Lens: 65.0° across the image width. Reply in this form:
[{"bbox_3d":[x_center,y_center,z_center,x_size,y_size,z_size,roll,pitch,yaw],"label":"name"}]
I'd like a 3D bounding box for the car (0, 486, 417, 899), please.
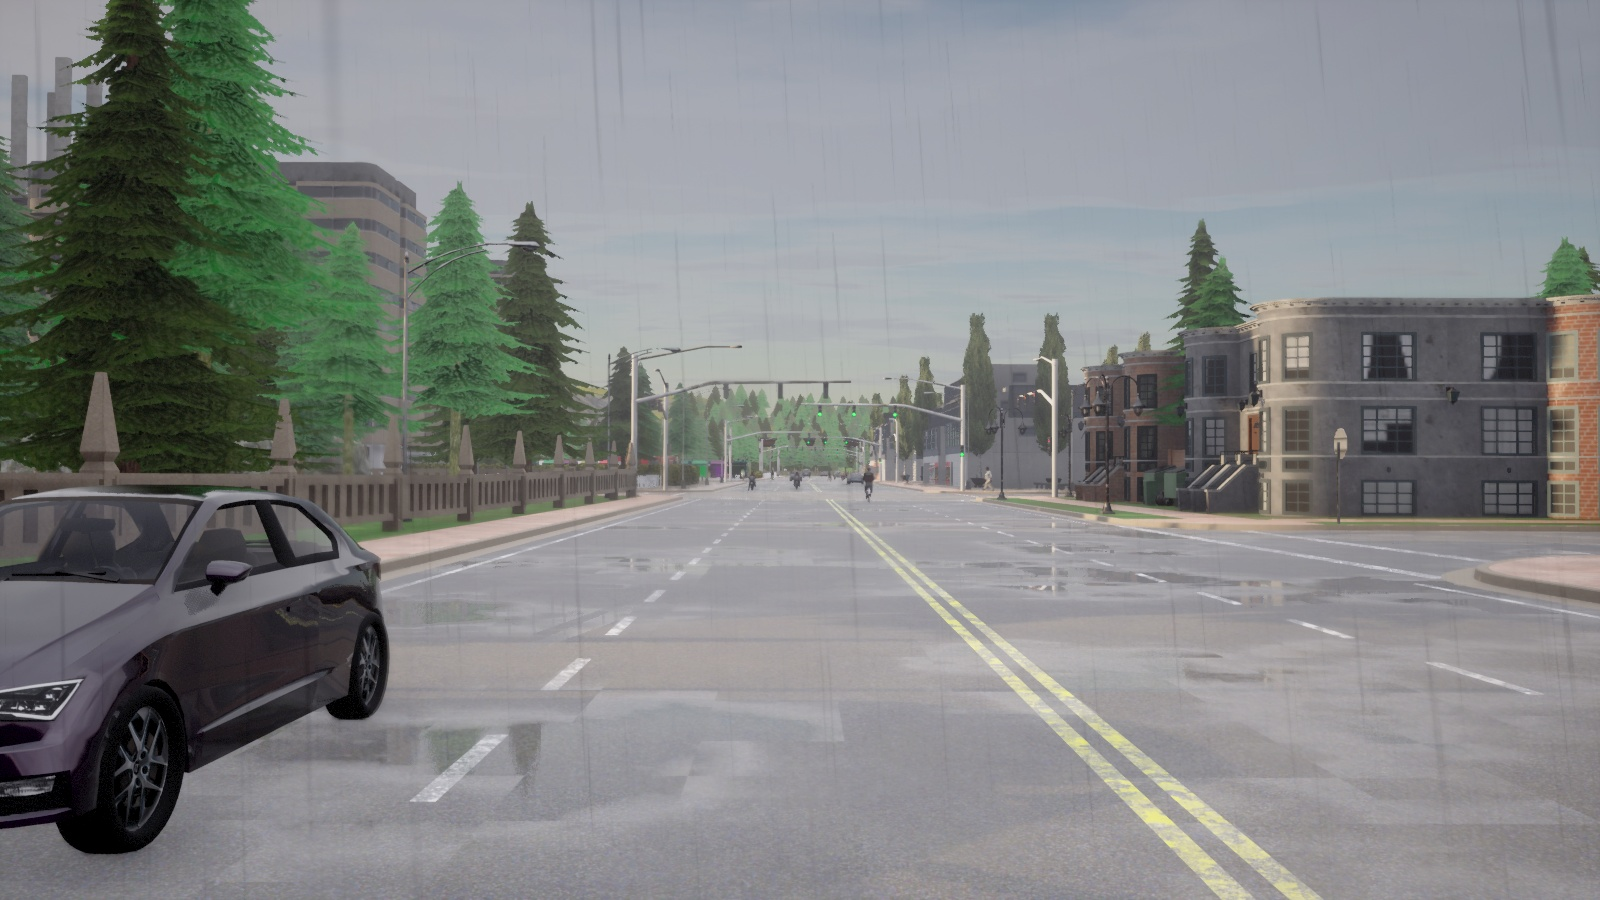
[{"bbox_3d":[-3.515,0.951,6.460,1.816,1.474,4.193,0,-1,0],"label":"car"}]
